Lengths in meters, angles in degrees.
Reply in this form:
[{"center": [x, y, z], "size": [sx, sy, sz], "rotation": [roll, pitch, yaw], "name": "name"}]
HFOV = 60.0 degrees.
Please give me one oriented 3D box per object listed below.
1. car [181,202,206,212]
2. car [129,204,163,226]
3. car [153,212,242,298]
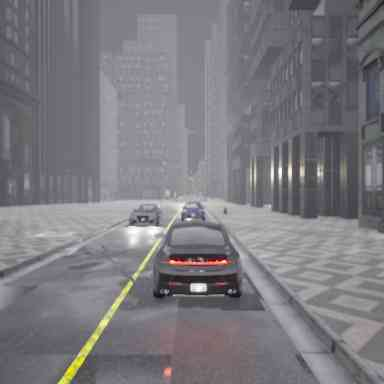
[{"center": [0.100, 1.504, 26.328], "size": [1.812, 1.442, 4.674], "rotation": [0, 0, 0], "name": "car"}, {"center": [-3.100, 1.540, 23.107], "size": [1.994, 1.385, 4.181], "rotation": [0, 0, 0], "name": "car"}, {"center": [0.105, 1.491, 8.482], "size": [1.837, 1.490, 4.892], "rotation": [0, 0, 0], "name": "car"}]
